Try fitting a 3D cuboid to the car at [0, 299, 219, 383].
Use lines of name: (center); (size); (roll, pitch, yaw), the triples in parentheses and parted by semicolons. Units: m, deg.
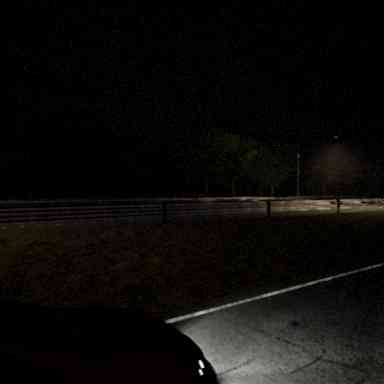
car: (-1.790, 1.564, 2.469); (4.181, 1.385, 1.994); (0, 0, -35)
